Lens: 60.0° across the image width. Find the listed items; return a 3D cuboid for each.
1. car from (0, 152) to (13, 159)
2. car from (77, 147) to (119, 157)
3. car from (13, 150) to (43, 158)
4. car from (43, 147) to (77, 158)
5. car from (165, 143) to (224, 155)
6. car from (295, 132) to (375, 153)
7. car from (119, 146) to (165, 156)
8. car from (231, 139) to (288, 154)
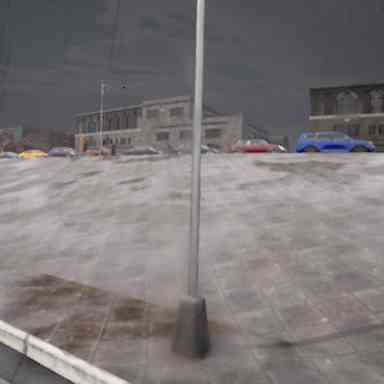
[{"bbox_3d":[-23.693,-4.492,43.391,4.674,1.452,2.002,2,1,33],"label":"car"},{"bbox_3d":[-9.204,-3.942,34.909,4.792,1.488,2.163,2,1,29],"label":"car"},{"bbox_3d":[-18.970,-4.347,40.483,5.008,1.535,2.097,2,1,32],"label":"car"},{"bbox_3d":[-14.205,-4.288,37.686,4.553,1.767,2.185,2,1,30],"label":"car"},{"bbox_3d":[0.509,-3.605,29.886,4.892,1.521,2.231,2,1,27],"label":"car"},{"bbox_3d":[10.709,-3.423,25.148,5.566,2.045,2.435,3,1,24],"label":"car"},{"bbox_3d":[-4.332,-3.748,32.324,4.674,1.452,2.002,2,1,28],"label":"car"},{"bbox_3d":[5.599,-3.525,27.465,4.553,1.767,2.185,2,1,25],"label":"car"}]
